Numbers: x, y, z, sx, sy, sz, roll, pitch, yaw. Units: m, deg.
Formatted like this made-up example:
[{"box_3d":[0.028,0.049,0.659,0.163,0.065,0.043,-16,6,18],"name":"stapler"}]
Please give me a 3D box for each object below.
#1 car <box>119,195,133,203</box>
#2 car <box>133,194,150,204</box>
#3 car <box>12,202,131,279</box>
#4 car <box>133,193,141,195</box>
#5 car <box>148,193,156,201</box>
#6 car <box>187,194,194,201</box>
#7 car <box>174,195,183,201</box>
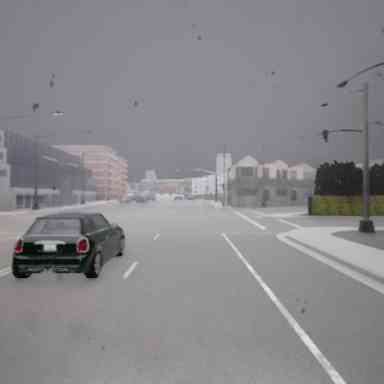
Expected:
[{"box_3d":[-14.224,1.810,70.770,1.812,1.442,4.674,0,1,0],"name":"car"},{"box_3d":[-10.724,1.764,70.780,1.882,1.535,5.008,0,1,0],"name":"car"},{"box_3d":[-3.463,1.369,10.259,2.097,1.767,4.553,0,0,0],"name":"car"},{"box_3d":[-14.274,1.356,86.583,2.150,2.045,5.566,0,0,0],"name":"car"},{"box_3d":[-10.774,1.356,86.594,2.150,2.045,5.566,0,0,0],"name":"car"},{"box_3d":[-0.288,1.738,91.052,1.895,1.301,4.718,0,-1,0],"name":"car"},{"box_3d":[-3.786,1.663,90.596,2.128,1.511,4.902,0,-1,0],"name":"car"}]
